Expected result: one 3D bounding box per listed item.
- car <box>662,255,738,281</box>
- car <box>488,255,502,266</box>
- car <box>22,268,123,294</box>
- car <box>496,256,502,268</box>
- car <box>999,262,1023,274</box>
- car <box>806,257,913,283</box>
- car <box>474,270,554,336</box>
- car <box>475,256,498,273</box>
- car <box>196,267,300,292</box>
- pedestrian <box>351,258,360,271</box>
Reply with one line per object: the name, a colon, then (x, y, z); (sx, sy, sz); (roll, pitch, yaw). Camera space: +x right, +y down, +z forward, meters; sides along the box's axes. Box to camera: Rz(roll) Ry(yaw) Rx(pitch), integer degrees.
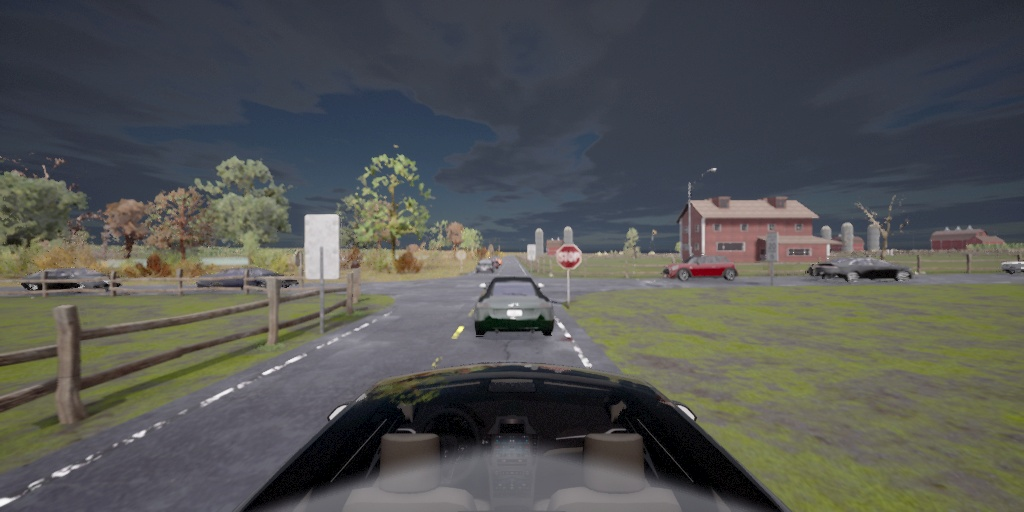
car: (12.817, 0.752, 24.708); (4.553, 1.767, 2.097); (-1, 1, 2)
car: (-2.783, 0.762, 60.574); (2.097, 1.767, 4.553); (0, 0, 0)
car: (-27.000, 1.491, 22.114); (4.902, 1.511, 2.128); (-1, 1, 2)
car: (-2.818, 1.041, 48.968); (1.994, 1.385, 4.181); (0, 0, 2)
car: (36.728, 0.648, 24.456); (4.718, 1.301, 1.895); (-1, 1, 1)
car: (21.151, 0.812, 21.644); (4.902, 1.511, 2.128); (-1, 1, 1)
car: (0.002, 1.264, 10.251); (1.994, 1.385, 4.181); (0, 0, -2)
car: (-2.846, 1.060, 39.008); (1.812, 1.442, 4.674); (0, 0, 0)
car: (-16.030, 1.396, 21.934); (5.357, 1.411, 2.033); (-1, 1, 1)
pedestrian: (-12.161, 1.014, 27.871); (0.375, 1.860, 0.375); (0, 2, 0)
